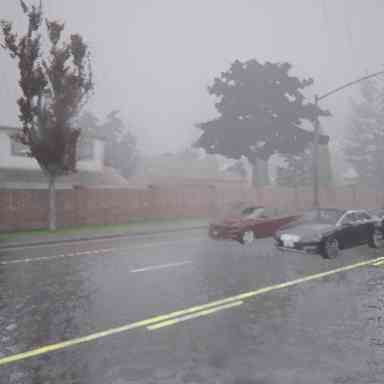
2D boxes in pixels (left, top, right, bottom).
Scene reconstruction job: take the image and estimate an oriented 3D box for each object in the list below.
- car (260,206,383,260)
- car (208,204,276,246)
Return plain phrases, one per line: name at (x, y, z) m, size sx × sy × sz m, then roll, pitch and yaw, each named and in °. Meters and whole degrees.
car at (5.025, 1.332, 11.872) m, size 4.902 × 1.511 × 2.128 m, roll -1°, pitch 1°, yaw -35°
car at (2.974, 1.319, 14.709) m, size 5.008 × 1.535 × 1.882 m, roll -1°, pitch 1°, yaw -35°
